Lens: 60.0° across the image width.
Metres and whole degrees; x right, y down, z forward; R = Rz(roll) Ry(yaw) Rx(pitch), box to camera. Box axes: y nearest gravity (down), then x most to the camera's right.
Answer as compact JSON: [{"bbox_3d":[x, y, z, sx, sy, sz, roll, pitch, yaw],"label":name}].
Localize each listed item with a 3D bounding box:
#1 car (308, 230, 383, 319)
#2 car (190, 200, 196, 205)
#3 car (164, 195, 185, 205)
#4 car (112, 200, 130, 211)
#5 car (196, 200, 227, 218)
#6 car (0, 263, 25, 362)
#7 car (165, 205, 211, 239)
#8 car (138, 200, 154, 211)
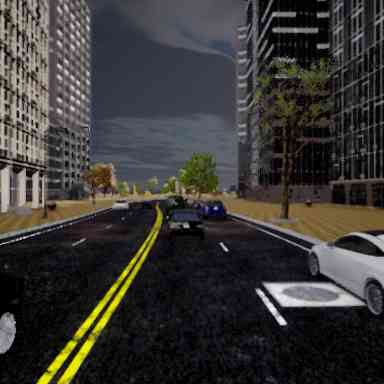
[{"bbox_3d":[4.146,1.554,7.301,1.812,1.442,4.674,0,0,-1],"label":"car"},{"bbox_3d":[0.818,1.743,42.591,2.033,1.411,5.357,0,0,-7],"label":"car"},{"bbox_3d":[-1.963,1.397,38.061,2.150,2.045,5.566,0,0,-6],"label":"car"},{"bbox_3d":[-9.353,1.738,43.920,1.812,1.442,4.674,0,0,-7],"label":"car"},{"bbox_3d":[1.925,1.491,31.305,2.097,1.767,4.553,0,0,-5],"label":"car"},{"bbox_3d":[-3.410,1.521,3.113,1.837,1.490,4.892,0,0,-1],"label":"car"},{"bbox_3d":[-0.382,1.625,17.710,2.033,1.411,5.357,0,0,-3],"label":"car"},{"bbox_3d":[-6.228,1.780,45.143,1.994,1.385,4.181,0,0,-7],"label":"car"}]
